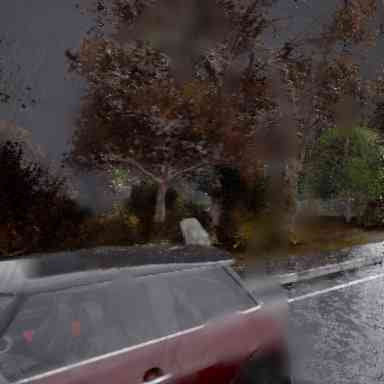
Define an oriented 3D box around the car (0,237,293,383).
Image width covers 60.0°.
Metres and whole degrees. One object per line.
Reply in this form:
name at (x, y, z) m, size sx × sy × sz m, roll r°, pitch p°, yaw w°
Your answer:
car at (-1.268, 1.356, 2.777) m, size 4.553 × 1.767 × 2.097 m, roll 1°, pitch 0°, yaw -35°
